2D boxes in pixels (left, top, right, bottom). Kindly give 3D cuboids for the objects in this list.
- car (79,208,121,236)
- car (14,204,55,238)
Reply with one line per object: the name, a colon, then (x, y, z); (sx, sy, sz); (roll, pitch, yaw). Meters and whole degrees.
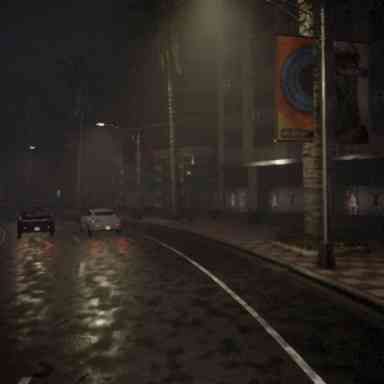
car: (-5.545, 1.712, 19.960); (1.812, 1.442, 4.674); (0, 0, -26)
car: (-9.116, 1.702, 19.271); (2.128, 1.511, 4.902); (0, -1, -28)
